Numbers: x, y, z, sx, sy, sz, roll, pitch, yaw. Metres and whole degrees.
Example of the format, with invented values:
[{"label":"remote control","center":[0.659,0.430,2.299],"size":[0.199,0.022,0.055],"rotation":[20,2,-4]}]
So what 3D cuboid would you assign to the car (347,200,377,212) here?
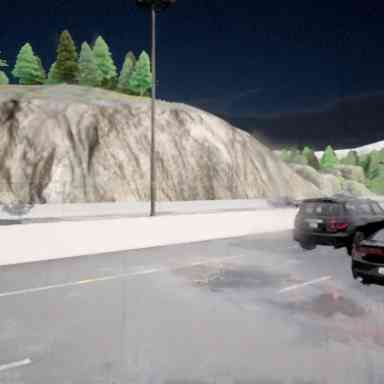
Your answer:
[{"label":"car","center":[21.231,1.652,41.396],"size":[4.718,1.301,1.895],"rotation":[0,0,-44]}]

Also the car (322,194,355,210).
[{"label":"car","center":[19.886,1.283,44.949],"size":[5.566,2.045,2.150],"rotation":[1,-1,-44]}]

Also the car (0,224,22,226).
[{"label":"car","center":[-10.077,1.580,14.047],"size":[5.357,1.411,2.033],"rotation":[0,0,-36]}]

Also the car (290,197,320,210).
[{"label":"car","center":[15.542,1.541,45.635],"size":[5.008,1.535,1.882],"rotation":[0,0,-44]}]

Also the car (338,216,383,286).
[{"label":"car","center":[5.944,1.487,8.400],"size":[5.008,1.535,1.882],"rotation":[0,0,-38]}]

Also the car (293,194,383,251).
[{"label":"car","center":[6.250,1.238,13.130],"size":[5.566,2.045,2.150],"rotation":[0,0,-39]}]
